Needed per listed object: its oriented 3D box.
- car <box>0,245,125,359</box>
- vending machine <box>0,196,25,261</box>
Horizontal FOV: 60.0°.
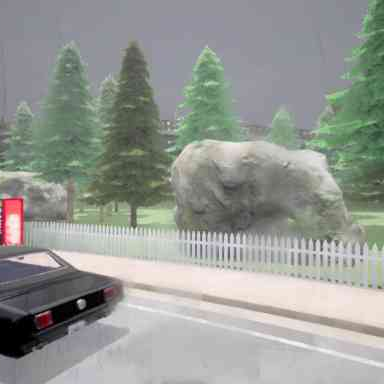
[{"bbox_3d":[-3.565,1.601,5.642,4.718,1.301,1.895,0,0,27],"label":"car"},{"bbox_3d":[-6.510,1.195,11.400,0.880,2.100,1.100,0,0,21],"label":"vending machine"}]
